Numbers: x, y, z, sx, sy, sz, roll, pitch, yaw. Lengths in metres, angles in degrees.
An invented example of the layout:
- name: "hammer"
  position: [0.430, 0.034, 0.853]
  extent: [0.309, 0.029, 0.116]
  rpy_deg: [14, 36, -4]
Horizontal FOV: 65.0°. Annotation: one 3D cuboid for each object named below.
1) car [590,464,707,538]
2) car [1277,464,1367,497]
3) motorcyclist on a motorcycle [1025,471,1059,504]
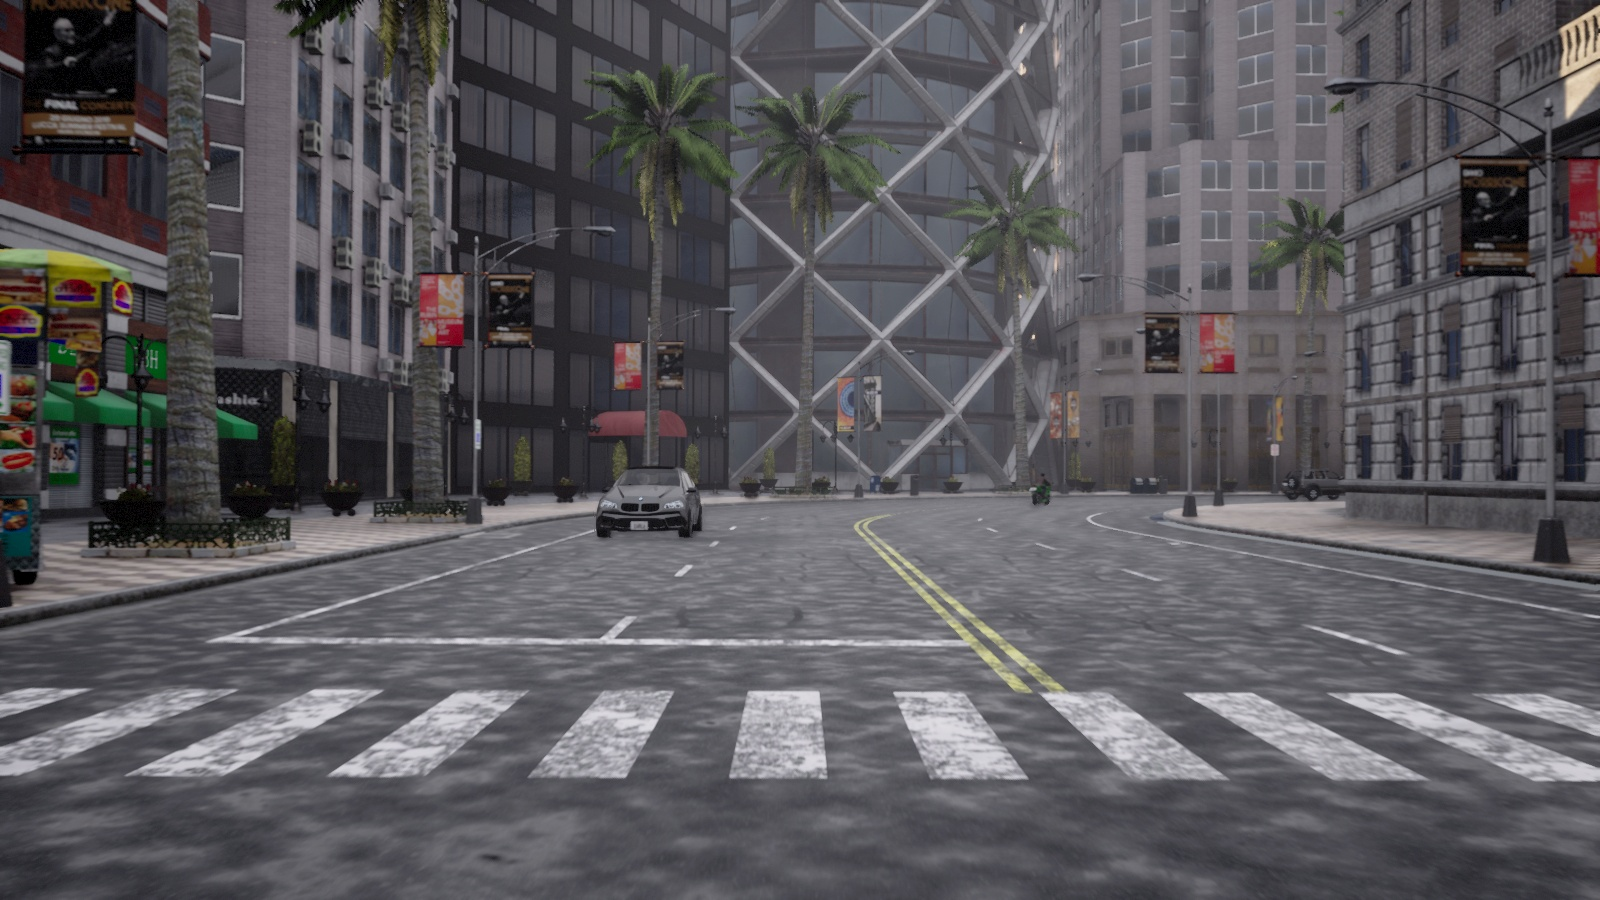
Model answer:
- name: "car"
  position: [-3.573, 1.184, 30.506]
  extent: [2.242, 1.667, 4.611]
  rpy_deg: [0, -1, 0]
- name: "car"
  position: [29.979, 1.719, 72.141]
  extent: [4.605, 1.855, 1.932]
  rpy_deg: [0, -1, -18]
- name: "motorcyclist on a motorcycle"
  position: [11.278, 1.730, 58.454]
  extent: [0.797, 1.523, 2.044]
  rpy_deg: [0, -1, 34]
